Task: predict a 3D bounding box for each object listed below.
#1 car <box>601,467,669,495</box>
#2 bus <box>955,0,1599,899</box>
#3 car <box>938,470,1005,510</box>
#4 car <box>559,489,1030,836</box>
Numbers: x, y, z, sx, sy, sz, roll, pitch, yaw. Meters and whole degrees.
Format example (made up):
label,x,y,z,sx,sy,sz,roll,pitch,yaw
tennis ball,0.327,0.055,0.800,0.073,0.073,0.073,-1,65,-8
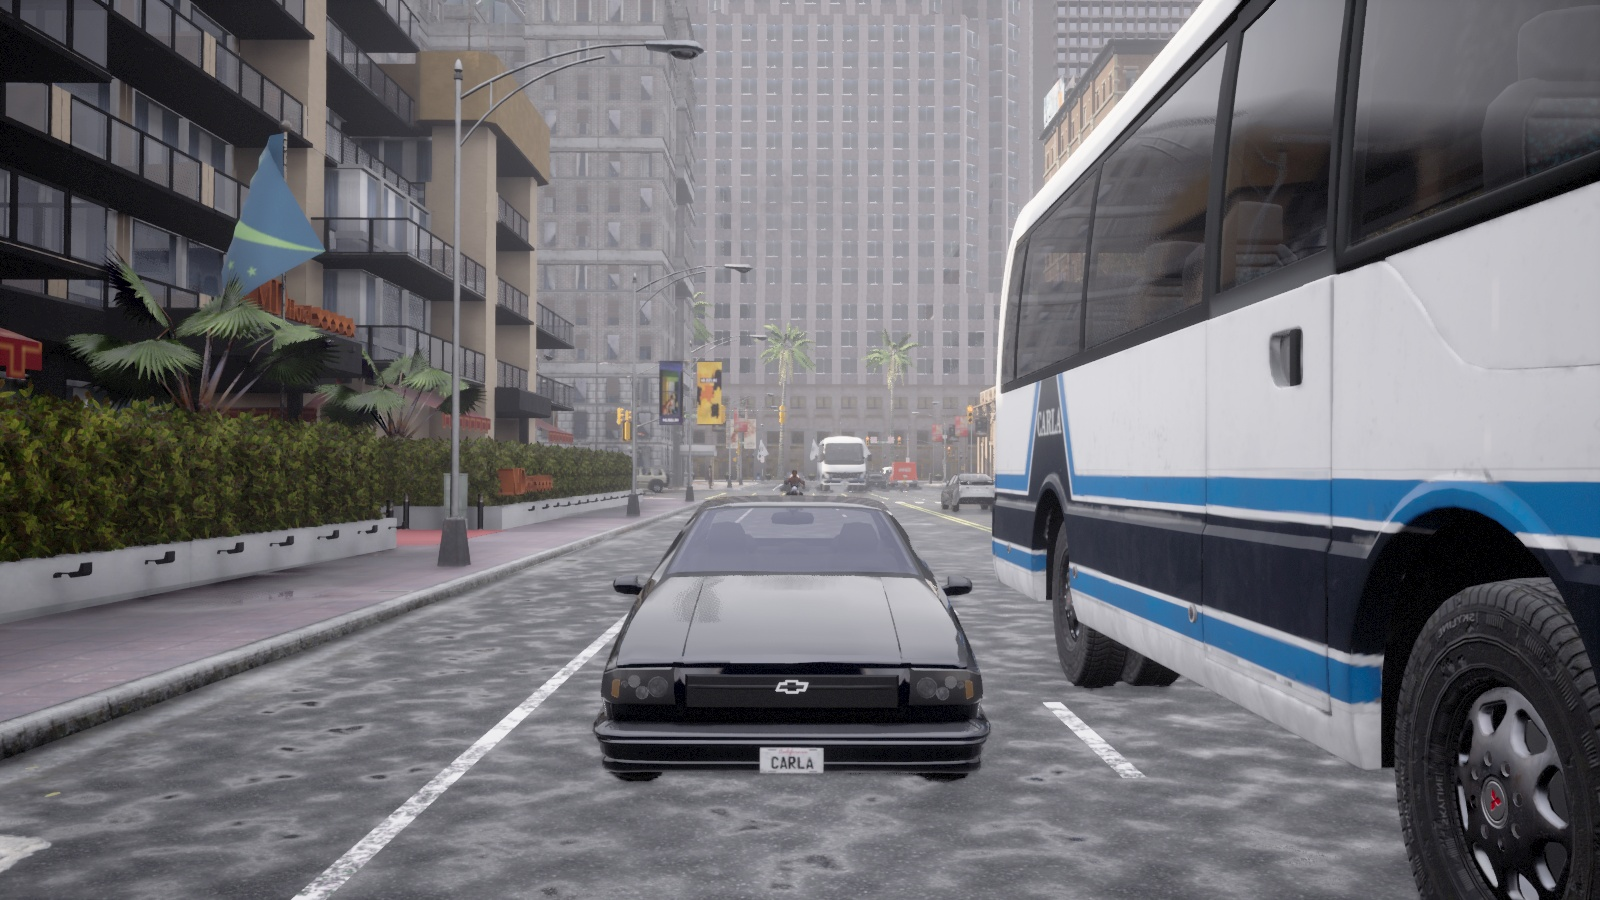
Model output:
label,x,y,z,sx,sy,sz,roll,pitch,yaw
car,-11.428,2.132,86.841,4.605,1.855,1.932,0,-1,-10
bus,3.466,-0.465,6.625,3.944,4.253,10.273,0,-1,0
car,6.795,1.575,50.199,2.007,1.525,4.514,0,-1,0
car,-0.035,0.998,8.108,2.033,1.411,5.357,0,-1,0
